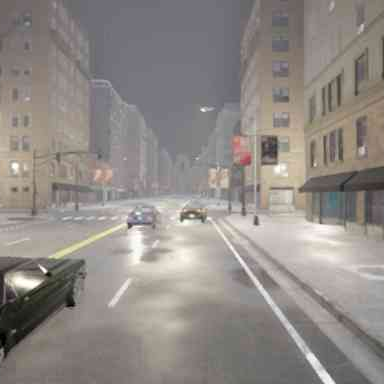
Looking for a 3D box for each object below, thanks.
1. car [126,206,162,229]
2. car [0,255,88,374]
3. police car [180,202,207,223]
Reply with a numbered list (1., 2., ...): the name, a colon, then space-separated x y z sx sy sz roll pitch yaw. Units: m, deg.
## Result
1. car: -3.133 1.630 22.493 2.033 1.411 5.357 0 0 0
2. car: -3.146 1.622 5.052 1.895 1.301 4.718 0 0 0
3. police car: 0.175 1.599 26.950 2.038 1.542 4.974 0 0 4
